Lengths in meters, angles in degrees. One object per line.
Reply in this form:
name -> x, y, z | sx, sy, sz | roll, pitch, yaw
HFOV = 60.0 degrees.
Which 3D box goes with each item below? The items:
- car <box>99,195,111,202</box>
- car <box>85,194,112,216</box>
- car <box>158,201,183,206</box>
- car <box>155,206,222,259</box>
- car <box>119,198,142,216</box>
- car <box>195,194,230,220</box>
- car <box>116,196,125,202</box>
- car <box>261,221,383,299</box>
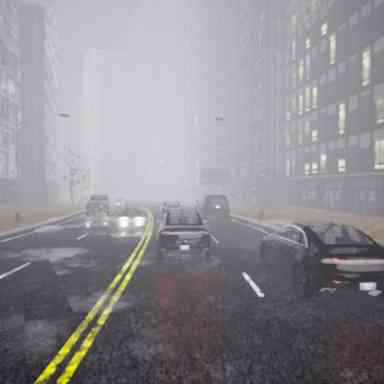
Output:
car -> -19.287, 1.350, 73.457 | 2.033, 1.411, 5.357 | 0, 0, -19
car -> -9.293, 1.231, 33.522 | 2.150, 2.045, 5.566 | 0, 0, -9
car -> -1.794, 1.479, 28.155 | 2.128, 1.511, 4.902 | 0, 0, -7
car -> -0.355, 1.487, 12.621 | 2.128, 1.511, 4.902 | 0, 0, -3
car -> -5.925, 1.598, 32.989 | 1.895, 1.301, 4.718 | 0, 0, -9
car -> 1.597, 1.199, 27.364 | 2.150, 2.045, 5.566 | 0, 0, -7
car -> -15.479, 1.558, 72.445 | 1.895, 1.301, 4.718 | 0, 0, -19
car -> 3.092, 1.484, 8.419 | 2.128, 1.511, 4.902 | 0, 0, -2
